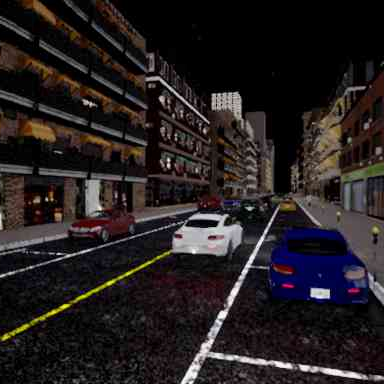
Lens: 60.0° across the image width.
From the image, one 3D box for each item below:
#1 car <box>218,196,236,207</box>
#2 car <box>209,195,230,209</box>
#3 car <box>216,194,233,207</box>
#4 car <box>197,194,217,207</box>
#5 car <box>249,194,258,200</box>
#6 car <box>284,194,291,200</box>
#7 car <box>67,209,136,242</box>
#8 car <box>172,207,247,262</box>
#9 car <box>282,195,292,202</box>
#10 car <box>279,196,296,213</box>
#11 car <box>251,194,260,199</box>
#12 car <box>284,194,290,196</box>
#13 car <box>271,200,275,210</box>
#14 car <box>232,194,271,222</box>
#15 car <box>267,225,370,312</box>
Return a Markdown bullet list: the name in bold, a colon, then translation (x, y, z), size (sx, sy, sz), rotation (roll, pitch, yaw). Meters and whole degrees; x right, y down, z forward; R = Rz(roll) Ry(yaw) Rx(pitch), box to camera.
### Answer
- **car**: translation (5.149, 1.361, 48.400), size (1.887, 1.381, 4.507), rotation (1, 0, 16)
- **car**: translation (3.606, 1.273, 42.978), size (1.967, 1.590, 4.097), rotation (1, 0, 16)
- **car**: translation (4.394, 1.218, 36.238), size (2.097, 1.767, 4.553), rotation (0, 0, 16)
- **car**: translation (2.064, 1.165, 37.557), size (2.192, 1.841, 5.009), rotation (1, 0, 16)
- **car**: translation (15.955, 1.248, 86.344), size (2.008, 1.369, 4.403), rotation (1, 0, 16)
- **car**: translation (25.605, 1.250, 89.629), size (1.752, 1.417, 4.829), rotation (1, 0, 16)
- **car**: translation (-4.114, 1.496, 15.876), size (1.802, 1.307, 4.206), rotation (1, 0, 16)
- **car**: translation (0.691, 1.478, 11.973), size (1.812, 1.442, 4.674), rotation (0, 0, 16)
- **car**: translation (19.383, 1.345, 67.783), size (2.008, 1.369, 4.403), rotation (1, 0, 16)
- **car**: translation (10.167, 1.420, 35.423), size (1.752, 1.417, 4.829), rotation (1, 0, 16)
- **car**: translation (17.498, 1.230, 91.765), size (2.008, 1.369, 4.403), rotation (1, 0, 16)
- **car**: translation (13.208, 1.407, 46.101), size (1.887, 1.381, 4.507), rotation (1, 0, 16)
- **car**: translation (8.986, 1.371, 40.786), size (1.837, 1.490, 4.892), rotation (0, 0, 16)
- **car**: translation (4.721, 1.264, 25.821), size (2.097, 1.767, 4.553), rotation (0, 0, 16)
- **car**: translation (2.754, 1.505, 7.720), size (1.812, 1.442, 4.674), rotation (0, 0, 16)
